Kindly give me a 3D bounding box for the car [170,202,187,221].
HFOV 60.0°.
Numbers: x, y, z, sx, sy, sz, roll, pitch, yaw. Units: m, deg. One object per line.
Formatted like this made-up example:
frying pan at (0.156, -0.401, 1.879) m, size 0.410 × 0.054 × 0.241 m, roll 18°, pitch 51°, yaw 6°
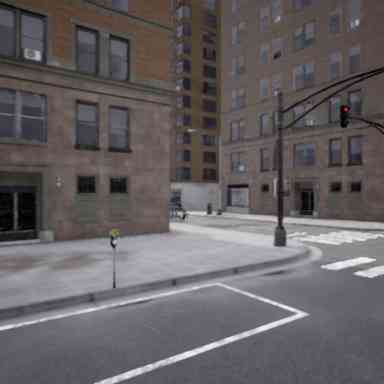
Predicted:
car at (-2.292, 1.611, 28.089) m, size 2.128 × 1.511 × 4.902 m, roll 0°, pitch 0°, yaw -36°
